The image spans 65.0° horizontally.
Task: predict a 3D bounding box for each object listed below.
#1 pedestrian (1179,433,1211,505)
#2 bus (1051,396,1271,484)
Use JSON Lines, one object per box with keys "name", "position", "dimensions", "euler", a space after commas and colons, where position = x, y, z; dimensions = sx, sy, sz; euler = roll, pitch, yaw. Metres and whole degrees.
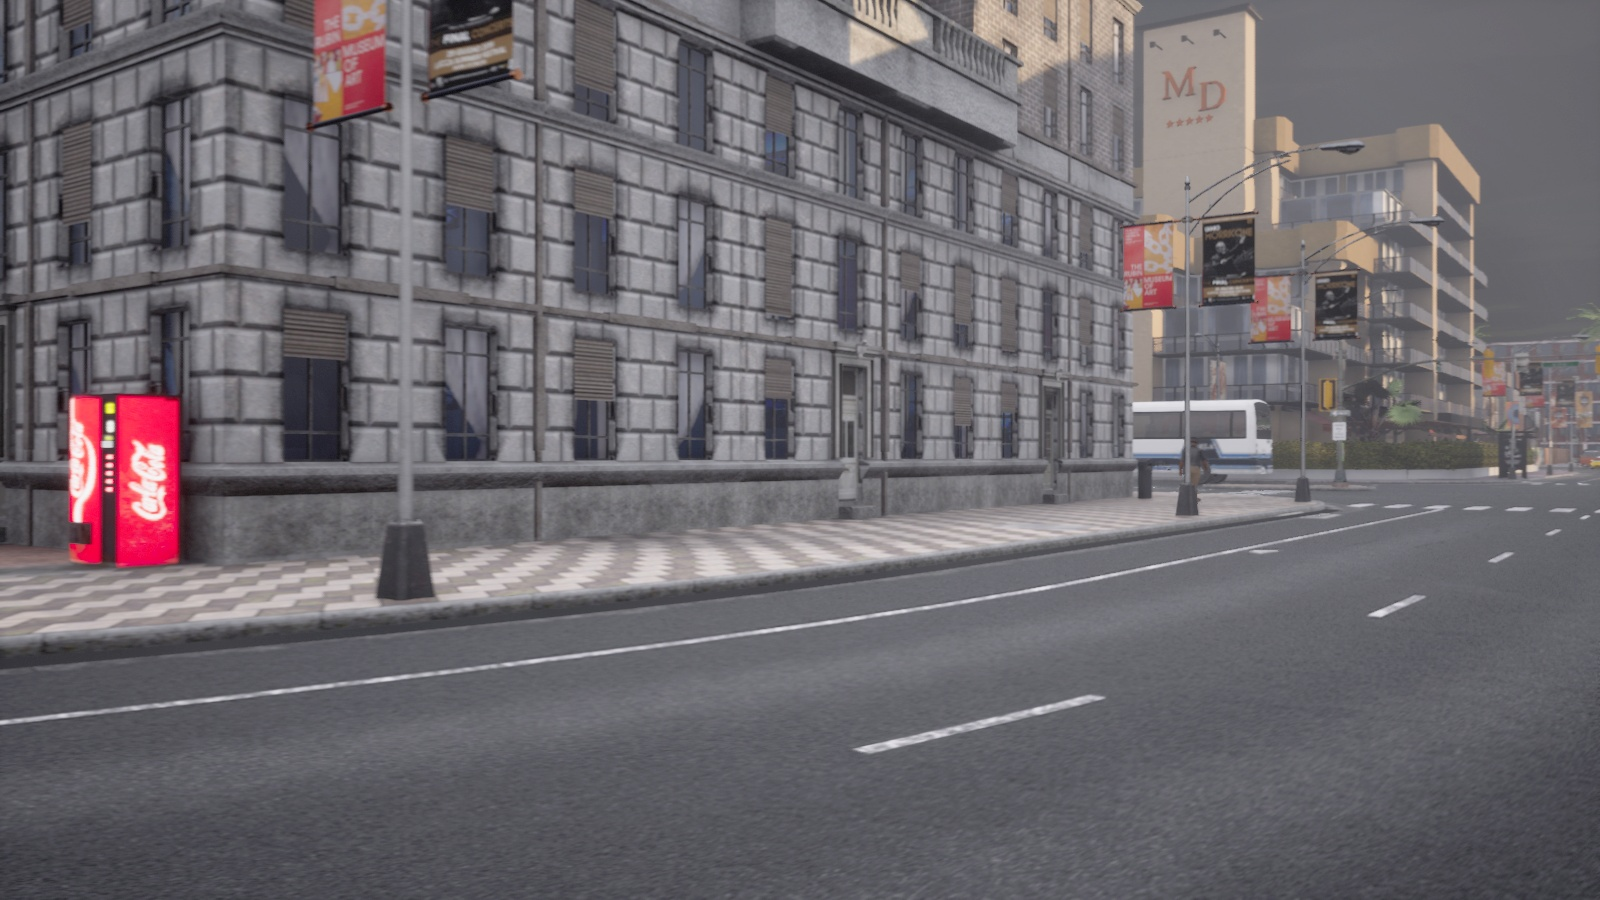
{"name": "pedestrian", "position": [10.247, 0.481, 32.599], "dimensions": [0.540, 1.848, 0.694], "euler": [0, 0, 43]}
{"name": "bus", "position": [18.675, -0.468, 65.409], "dimensions": [10.273, 4.253, 3.944], "euler": [0, 0, 36]}
